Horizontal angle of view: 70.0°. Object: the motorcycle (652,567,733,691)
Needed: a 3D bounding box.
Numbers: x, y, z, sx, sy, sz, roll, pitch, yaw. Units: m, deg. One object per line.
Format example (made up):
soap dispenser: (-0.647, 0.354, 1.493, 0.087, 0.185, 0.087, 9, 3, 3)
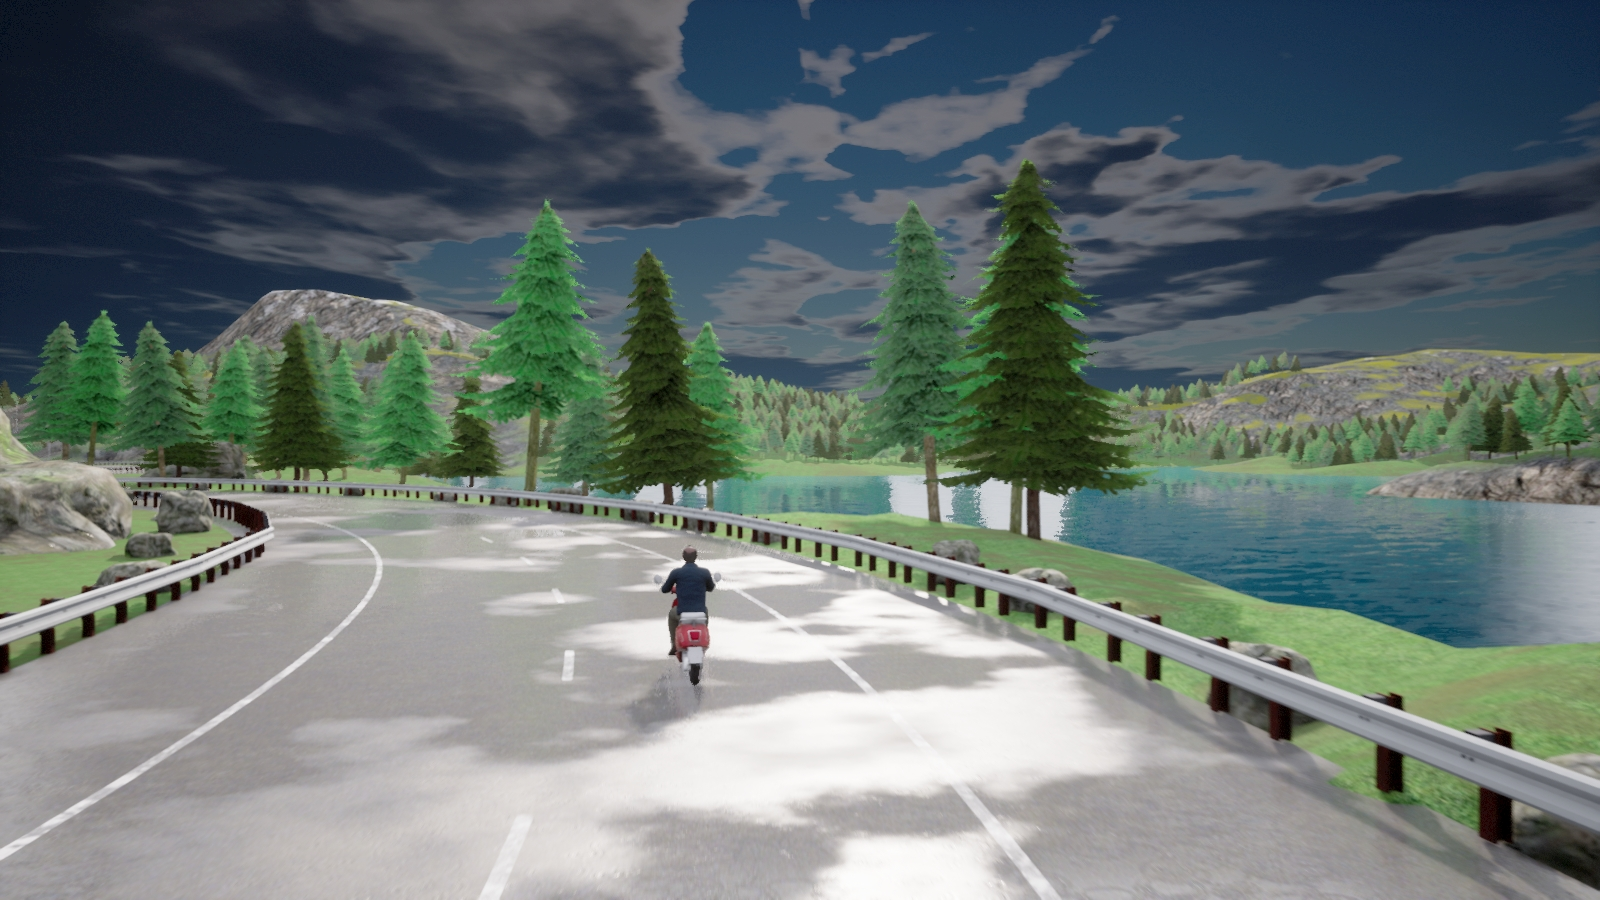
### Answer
motorcycle: (-1.375, 2.182, 14.252, 0.856, 1.236, 1.805, 0, 0, -10)
